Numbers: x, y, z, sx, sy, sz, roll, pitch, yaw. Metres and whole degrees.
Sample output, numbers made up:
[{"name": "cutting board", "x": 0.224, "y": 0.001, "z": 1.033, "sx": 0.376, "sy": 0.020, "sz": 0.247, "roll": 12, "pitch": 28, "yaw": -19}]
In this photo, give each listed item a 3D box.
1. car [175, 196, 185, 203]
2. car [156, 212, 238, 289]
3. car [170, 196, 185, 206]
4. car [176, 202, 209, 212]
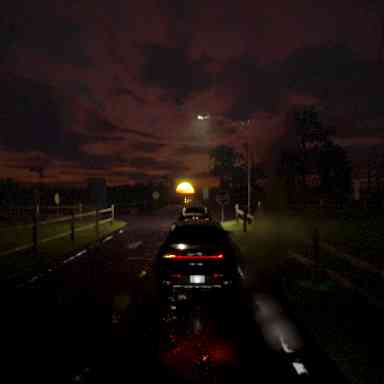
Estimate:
[{"name": "car", "x": -2.590, "y": 1.670, "z": 72.981, "sx": 1.837, "sy": 1.490, "sz": 4.892, "roll": 0, "pitch": 0, "yaw": 0}, {"name": "car", "x": 0.117, "y": 1.515, "z": 9.165, "sx": 1.837, "sy": 1.490, "sz": 4.892, "roll": 0, "pitch": 0, "yaw": 0}, {"name": "car", "x": -2.688, "y": 1.683, "z": 57.832, "sx": 1.994, "sy": 1.385, "sz": 4.181, "roll": 0, "pitch": 0, "yaw": 0}, {"name": "car", "x": 0.222, "y": 1.530, "z": 18.896, "sx": 1.837, "sy": 1.490, "sz": 4.892, "roll": 0, "pitch": 0, "yaw": 2}]
